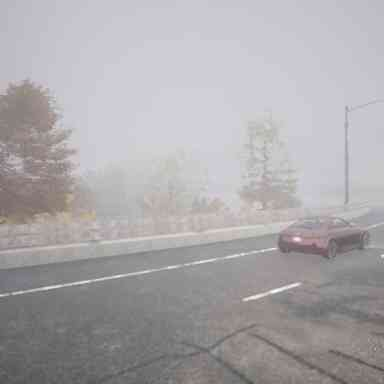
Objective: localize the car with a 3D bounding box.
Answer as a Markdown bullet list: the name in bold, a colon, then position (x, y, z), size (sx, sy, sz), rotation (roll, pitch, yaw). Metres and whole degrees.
- **car**: position (5.119, 1.594, 12.756), size (4.181, 1.385, 1.994), rotation (0, 0, -41)
